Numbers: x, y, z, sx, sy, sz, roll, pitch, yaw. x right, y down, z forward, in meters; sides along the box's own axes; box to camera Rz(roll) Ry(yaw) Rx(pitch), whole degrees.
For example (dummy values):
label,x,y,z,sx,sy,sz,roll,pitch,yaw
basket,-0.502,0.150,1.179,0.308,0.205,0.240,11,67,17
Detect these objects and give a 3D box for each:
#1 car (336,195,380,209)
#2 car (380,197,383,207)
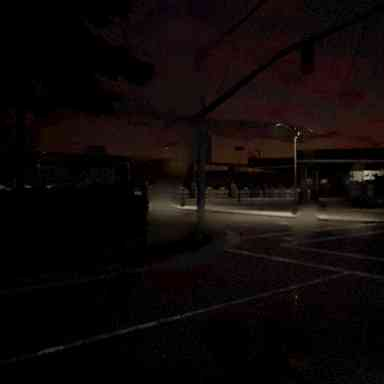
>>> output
label,x,y,z,sx,sy,sz,roll,pitch,yaw
car,21.177,1.278,43.298,2.242,1.667,4.611,0,0,-35
car,25.444,1.436,47.220,1.970,1.475,3.806,0,0,-35
